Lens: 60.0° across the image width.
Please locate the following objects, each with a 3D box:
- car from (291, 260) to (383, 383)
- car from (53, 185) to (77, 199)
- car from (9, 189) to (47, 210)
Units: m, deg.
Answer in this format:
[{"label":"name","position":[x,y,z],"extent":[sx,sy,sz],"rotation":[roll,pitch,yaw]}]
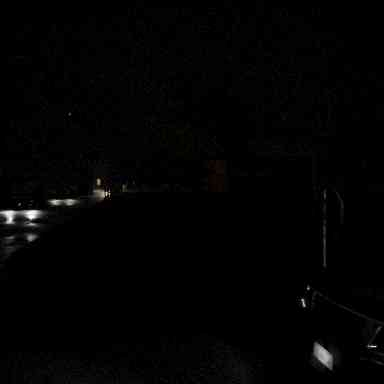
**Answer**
[{"label":"car","position":[3.988,1.227,3.767],"extent":[5.566,2.045,2.150],"rotation":[0,0,-11]},{"label":"car","position":[-15.490,-0.053,40.677],"extent":[2.097,1.767,4.553],"rotation":[0,2,-9]},{"label":"car","position":[-13.223,0.549,27.079],"extent":[1.837,1.490,4.892],"rotation":[0,3,-10]}]
